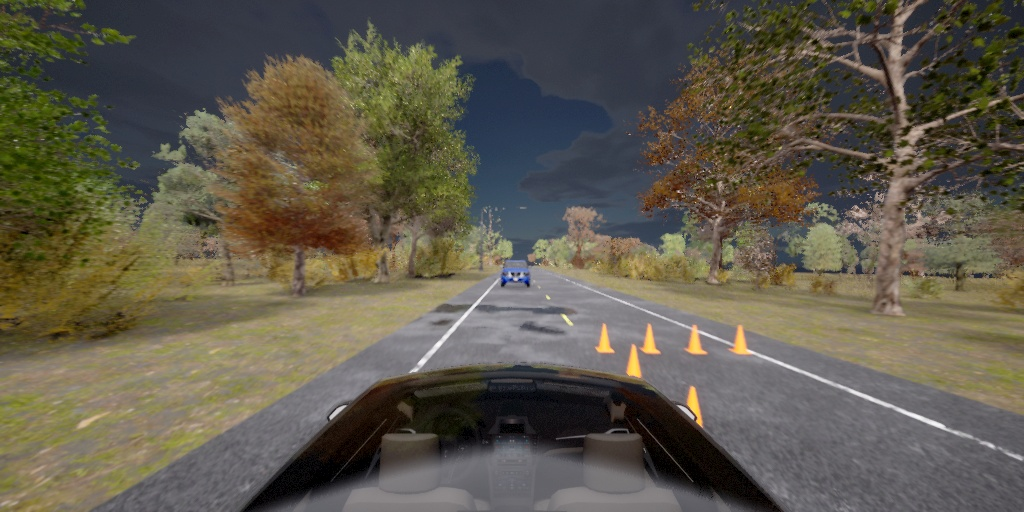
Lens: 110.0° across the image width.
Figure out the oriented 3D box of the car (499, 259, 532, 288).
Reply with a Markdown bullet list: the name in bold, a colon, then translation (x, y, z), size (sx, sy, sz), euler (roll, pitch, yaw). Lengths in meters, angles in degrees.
- **car**: translation (0.272, 1.278, 27.417), size (2.150, 2.045, 5.566), euler (1, -1, 0)

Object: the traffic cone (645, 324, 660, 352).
- **traffic cone**: translation (3.053, 1.809, 7.972), size (0.340, 0.580, 0.340), euler (0, 0, 1)

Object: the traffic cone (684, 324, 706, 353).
- **traffic cone**: translation (4.053, 1.820, 7.959), size (0.340, 0.580, 0.340), euler (0, 0, 1)

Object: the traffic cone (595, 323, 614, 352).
- **traffic cone**: translation (2.053, 1.799, 7.984), size (0.340, 0.580, 0.340), euler (0, 0, 1)

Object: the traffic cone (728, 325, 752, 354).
- **traffic cone**: translation (5.052, 1.830, 7.947), size (0.340, 0.580, 0.340), euler (0, 0, 1)

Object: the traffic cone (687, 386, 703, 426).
- **traffic cone**: translation (2.005, 1.753, 3.984), size (0.340, 0.580, 0.340), euler (0, 0, 1)

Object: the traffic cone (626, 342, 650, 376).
- **traffic cone**: translation (2.029, 1.775, 5.984), size (0.340, 0.580, 0.340), euler (0, 0, 1)
